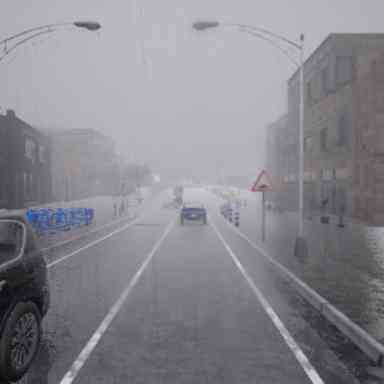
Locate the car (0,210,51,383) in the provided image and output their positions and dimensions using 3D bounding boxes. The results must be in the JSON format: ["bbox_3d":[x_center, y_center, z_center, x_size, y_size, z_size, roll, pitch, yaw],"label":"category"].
[{"bbox_3d":[-3.097,1.231,2.542,2.150,2.045,5.566,0,0,0],"label":"car"}]

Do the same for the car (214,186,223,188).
[{"bbox_3d":[8.105,-0.040,81.273,4.553,1.767,2.185,0,2,-1],"label":"car"}]

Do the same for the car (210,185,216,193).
[{"bbox_3d":[8.134,-0.274,84.022,5.566,2.045,2.435,0,2,-1],"label":"car"}]

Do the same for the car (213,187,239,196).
[{"bbox_3d":[8.015,0.313,75.768,5.366,1.575,1.946,0,2,-1],"label":"car"}]

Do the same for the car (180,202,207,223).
[{"bbox_3d":[0.115,1.524,25.434,1.882,1.535,5.008,0,-1,0],"label":"car"}]

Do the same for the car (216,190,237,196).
[{"bbox_3d":[8.172,0.239,78.527,4.674,1.452,2.002,0,2,-1],"label":"car"}]
